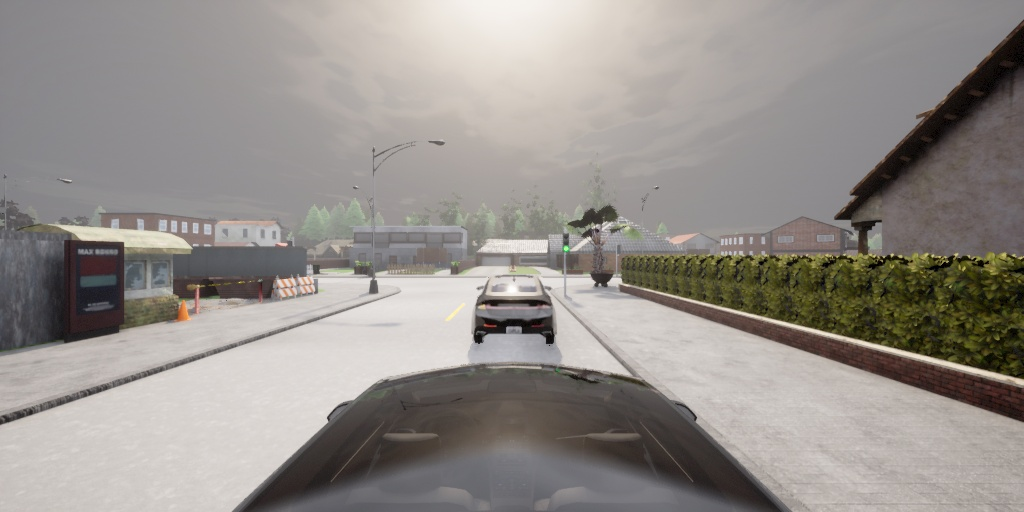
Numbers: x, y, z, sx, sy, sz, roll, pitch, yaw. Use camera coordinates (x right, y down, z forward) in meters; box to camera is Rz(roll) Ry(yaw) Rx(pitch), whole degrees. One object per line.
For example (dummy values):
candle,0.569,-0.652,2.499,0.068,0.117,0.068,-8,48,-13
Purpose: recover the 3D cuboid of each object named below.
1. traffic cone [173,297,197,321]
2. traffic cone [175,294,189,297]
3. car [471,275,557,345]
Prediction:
traffic cone,-9.670,1.598,10.546,0.344,0.586,0.344,0,0,0
traffic cone,-10.390,1.568,11.066,0.344,0.586,0.344,0,0,0
car,0.055,1.243,9.516,2.128,1.511,4.902,0,0,0
